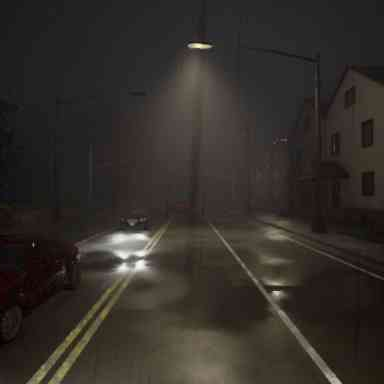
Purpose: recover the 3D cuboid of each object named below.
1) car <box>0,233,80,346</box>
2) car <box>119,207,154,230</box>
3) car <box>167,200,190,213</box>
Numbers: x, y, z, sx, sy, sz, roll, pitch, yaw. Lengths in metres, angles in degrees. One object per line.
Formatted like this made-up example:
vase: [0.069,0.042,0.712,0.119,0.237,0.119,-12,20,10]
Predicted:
car: [-3.655,1.614,6.614,1.812,1.442,4.674,0,-1,-1]
car: [-3.809,1.795,23.478,2.128,1.511,4.902,0,-1,0]
car: [-1.908,1.929,46.353,2.097,1.767,4.553,0,0,-21]
